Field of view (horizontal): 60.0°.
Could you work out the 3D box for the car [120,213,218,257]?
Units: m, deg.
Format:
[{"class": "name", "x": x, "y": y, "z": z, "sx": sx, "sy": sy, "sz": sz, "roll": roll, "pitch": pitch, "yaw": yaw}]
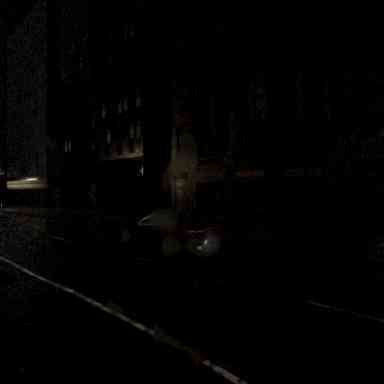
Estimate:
[{"class": "car", "x": -1.129, "y": 1.621, "z": 13.747, "sx": 2.128, "sy": 1.511, "sz": 4.902, "roll": 0, "pitch": 0, "yaw": -43}]
